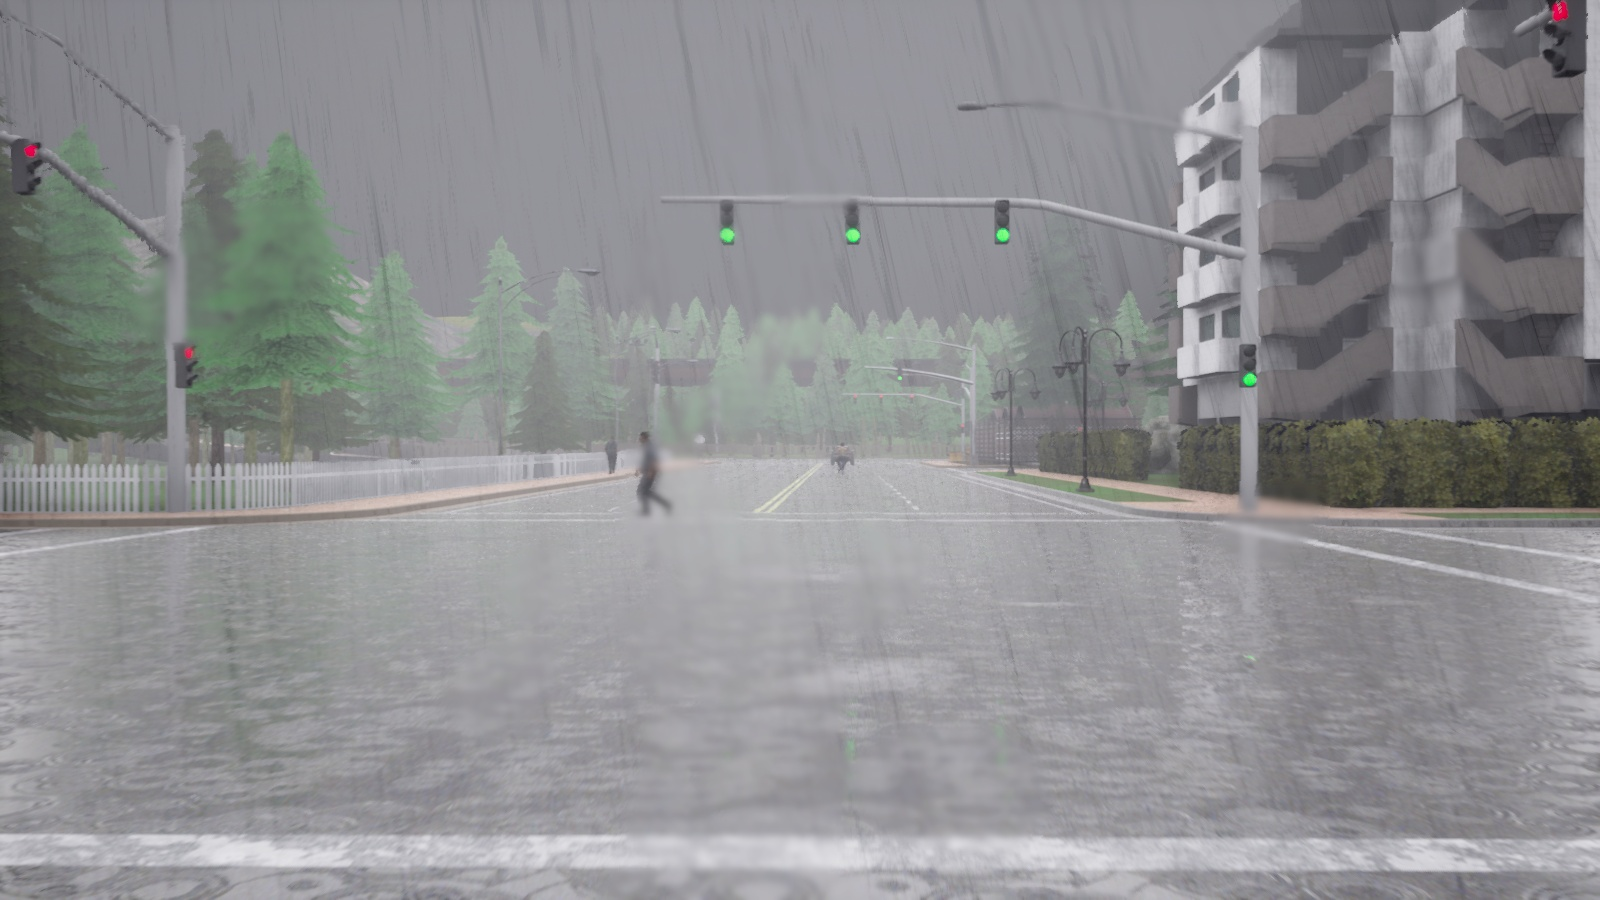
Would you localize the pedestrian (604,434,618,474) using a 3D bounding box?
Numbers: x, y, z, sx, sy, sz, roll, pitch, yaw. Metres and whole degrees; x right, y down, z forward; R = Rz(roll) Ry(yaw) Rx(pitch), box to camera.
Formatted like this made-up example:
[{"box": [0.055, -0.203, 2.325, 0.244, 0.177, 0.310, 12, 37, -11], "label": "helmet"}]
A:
[{"box": [-8.712, 0.169, 57.992, 0.540, 1.848, 0.694, 0, 0, 0], "label": "pedestrian"}]

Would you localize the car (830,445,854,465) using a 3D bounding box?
[{"box": [3.163, 0.392, 94.482, 1.816, 1.474, 4.193, 0, 0, 2], "label": "car"}]

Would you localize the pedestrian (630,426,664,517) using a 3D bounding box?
[{"box": [-3.145, 0.433, 25.791, 0.694, 1.848, 0.540, 0, 0, -7], "label": "pedestrian"}]
